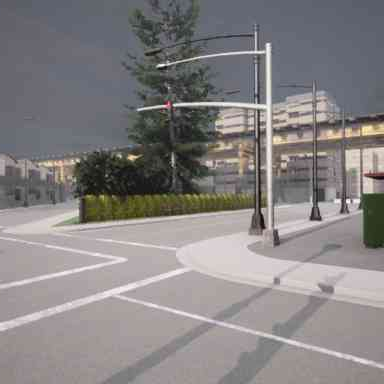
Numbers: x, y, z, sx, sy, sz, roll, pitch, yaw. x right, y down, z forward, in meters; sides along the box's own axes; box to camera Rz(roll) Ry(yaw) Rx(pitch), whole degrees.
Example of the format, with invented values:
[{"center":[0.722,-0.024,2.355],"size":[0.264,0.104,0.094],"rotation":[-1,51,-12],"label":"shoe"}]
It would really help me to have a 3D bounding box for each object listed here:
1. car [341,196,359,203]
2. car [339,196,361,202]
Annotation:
[{"center":[33.765,1.583,71.003],"size":[4.974,1.542,2.038],"rotation":[0,0,-29],"label":"car"},{"center":[33.809,1.425,71.030],"size":[4.536,1.218,1.853],"rotation":[0,0,-29],"label":"car"}]
